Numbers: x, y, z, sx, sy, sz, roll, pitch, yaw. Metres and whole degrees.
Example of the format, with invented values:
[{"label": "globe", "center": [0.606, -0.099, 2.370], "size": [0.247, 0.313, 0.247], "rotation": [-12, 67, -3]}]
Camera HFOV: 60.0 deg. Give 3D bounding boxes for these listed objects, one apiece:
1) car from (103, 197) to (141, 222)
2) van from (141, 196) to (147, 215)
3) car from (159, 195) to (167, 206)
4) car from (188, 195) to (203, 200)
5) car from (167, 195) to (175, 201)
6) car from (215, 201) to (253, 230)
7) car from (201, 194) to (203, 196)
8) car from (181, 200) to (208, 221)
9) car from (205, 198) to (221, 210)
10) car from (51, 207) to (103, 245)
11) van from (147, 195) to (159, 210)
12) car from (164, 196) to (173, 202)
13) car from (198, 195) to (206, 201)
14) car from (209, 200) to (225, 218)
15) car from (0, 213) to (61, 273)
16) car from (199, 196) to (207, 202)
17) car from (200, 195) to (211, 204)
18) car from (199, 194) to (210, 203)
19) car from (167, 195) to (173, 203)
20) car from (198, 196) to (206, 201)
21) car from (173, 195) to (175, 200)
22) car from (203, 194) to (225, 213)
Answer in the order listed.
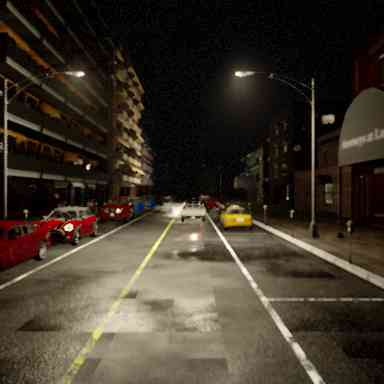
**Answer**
[{"label": "car", "center": [-5.692, 1.314, 26.199], "size": [2.192, 1.841, 5.009], "rotation": [0, 0, 0]}, {"label": "van", "center": [-5.693, 1.343, 31.739], "size": [1.690, 1.788, 3.998], "rotation": [0, 0, 0]}, {"label": "car", "center": [-5.698, 1.338, 53.896], "size": [2.192, 1.841, 5.009], "rotation": [0, 0, 0]}, {"label": "car", "center": [0.093, 1.561, 45.832], "size": [2.033, 1.411, 5.357], "rotation": [0, 0, 0]}, {"label": "car", "center": [-5.706, 1.530, 92.669], "size": [1.967, 1.590, 4.097], "rotation": [0, 0, 0]}, {"label": "car", "center": [2.688, 1.524, 20.832], "size": [1.752, 1.417, 4.829], "rotation": [0, 0, 0]}, {"label": "car", "center": [2.684, 1.457, 48.358], "size": [1.967, 1.590, 4.097], "rotation": [0, 0, 0]}, {"label": "car", "center": [0.096, 1.601, 27.294], "size": [1.895, 1.301, 4.718], "rotation": [0, 0, 0]}, {"label": "car", "center": [2.685, 1.536, 42.988], "size": [1.752, 1.417, 4.829], "rotation": [0, 0, 0]}, {"label": "car", "center": [-5.691, 1.438, 15.120], "size": [1.967, 1.590, 4.097], "rotation": [0, 0, 0]}, {"label": "van", "center": [-5.696, 1.351, 42.817], "size": [1.690, 1.788, 3.998], "rotation": [0, 0, 0]}, {"label": "car", "center": [-5.703, 1.614, 81.591], "size": [2.008, 1.369, 4.403], "rotation": [0, 0, 0]}, {"label": "car", "center": [2.675, 1.641, 92.670], "size": [2.008, 1.369, 4.403], "rotation": [0, 0, 0]}, {"label": "car", "center": [2.687, 1.551, 26.201], "size": [2.008, 1.369, 4.403], "rotation": [0, 0, 0]}, {"label": "car", "center": [-5.690, 1.543, 9.582], "size": [1.887, 1.381, 4.507], "rotation": [0, 0, 0]}, {"label": "car", "center": [2.677, 1.645, 81.592], "size": [1.802, 1.307, 4.206], "rotation": [0, 0, 0]}, {"label": "car", "center": [2.681, 1.477, 64.976], "size": [1.967, 1.590, 4.097], "rotation": [0, 0, 0]}, {"label": "car", "center": [2.680, 1.359, 70.517], "size": [2.192, 1.841, 5.009], "rotation": [0, 0, 0]}, {"label": "car", "center": [-5.701, 1.610, 70.515], "size": [1.947, 1.339, 4.313], "rotation": [0, 0, 0]}, {"label": "car", "center": [2.676, 1.642, 87.132], "size": [1.947, 1.339, 4.313], "rotation": [0, 0, 0]}, {"label": "car", "center": [-5.702, 1.603, 76.053], "size": [2.008, 1.369, 4.403], "rotation": [0, 0, 0]}, {"label": "car", "center": [2.686, 1.321, 37.279], "size": [2.192, 1.841, 5.009], "rotation": [0, 0, 0]}]
